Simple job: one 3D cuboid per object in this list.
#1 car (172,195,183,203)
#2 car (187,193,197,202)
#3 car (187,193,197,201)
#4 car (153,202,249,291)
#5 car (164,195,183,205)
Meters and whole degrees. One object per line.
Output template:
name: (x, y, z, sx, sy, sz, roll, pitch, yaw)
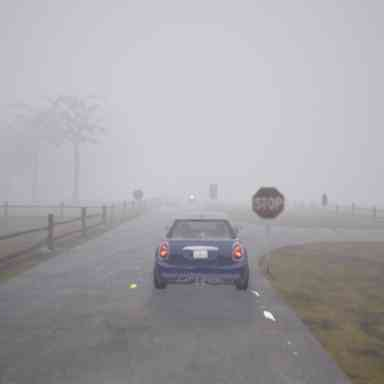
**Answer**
car: (-2.753, 1.369, 64.742, 1.837, 1.490, 4.892, 0, 0, 0)
car: (0.016, 1.411, 64.440, 2.033, 1.411, 5.357, 0, 0, 0)
car: (0.018, 1.089, 75.046, 2.097, 1.767, 4.553, 0, 0, 0)
car: (0.313, 1.311, 9.097, 2.097, 1.767, 4.553, 0, 0, 4)
car: (-2.826, 1.414, 47.246, 2.033, 1.411, 5.357, 0, 0, 0)
